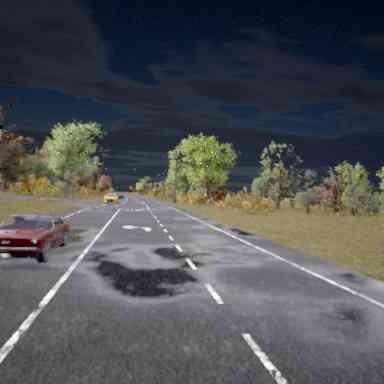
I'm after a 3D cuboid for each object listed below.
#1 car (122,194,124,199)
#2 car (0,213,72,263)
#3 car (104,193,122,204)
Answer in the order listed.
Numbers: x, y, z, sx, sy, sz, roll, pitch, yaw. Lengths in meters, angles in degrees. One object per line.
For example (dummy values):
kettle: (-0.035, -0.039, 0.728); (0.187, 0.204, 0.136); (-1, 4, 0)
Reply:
car: (-18.251, 1.151, 84.838); (1.895, 1.301, 4.718); (2, 0, -10)
car: (-5.433, 1.408, 11.211); (1.895, 1.301, 4.718); (2, 0, -10)
car: (-11.916, 0.926, 49.182); (1.882, 1.535, 5.008); (4, 0, -9)
